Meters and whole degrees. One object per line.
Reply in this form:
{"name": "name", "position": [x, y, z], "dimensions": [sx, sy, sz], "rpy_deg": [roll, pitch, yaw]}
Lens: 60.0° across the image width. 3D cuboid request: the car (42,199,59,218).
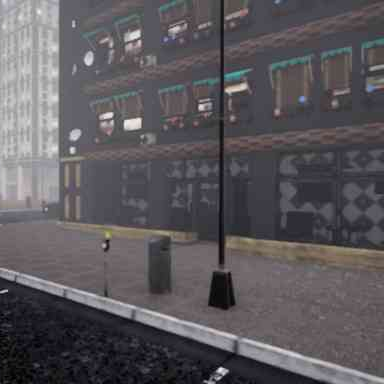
{"name": "car", "position": [-8.379, 1.118, 23.567], "dimensions": [1.947, 1.339, 4.313], "rpy_deg": [1, 2, 35]}
